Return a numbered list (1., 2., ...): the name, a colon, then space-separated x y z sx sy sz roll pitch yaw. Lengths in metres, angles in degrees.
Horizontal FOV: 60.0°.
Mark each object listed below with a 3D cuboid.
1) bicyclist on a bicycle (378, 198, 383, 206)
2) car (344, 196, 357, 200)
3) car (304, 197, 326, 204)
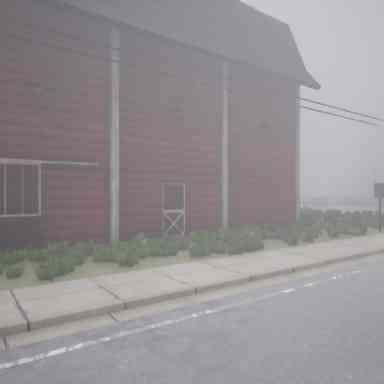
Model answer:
1. bicyclist on a bicycle: 26.251 1.298 45.399 1.656 1.620 0.582 0 0 -2
2. car: 28.493 1.519 59.565 3.905 1.438 1.784 0 0 -36
3. car: 18.813 1.503 51.007 4.193 1.474 1.816 0 0 -36
